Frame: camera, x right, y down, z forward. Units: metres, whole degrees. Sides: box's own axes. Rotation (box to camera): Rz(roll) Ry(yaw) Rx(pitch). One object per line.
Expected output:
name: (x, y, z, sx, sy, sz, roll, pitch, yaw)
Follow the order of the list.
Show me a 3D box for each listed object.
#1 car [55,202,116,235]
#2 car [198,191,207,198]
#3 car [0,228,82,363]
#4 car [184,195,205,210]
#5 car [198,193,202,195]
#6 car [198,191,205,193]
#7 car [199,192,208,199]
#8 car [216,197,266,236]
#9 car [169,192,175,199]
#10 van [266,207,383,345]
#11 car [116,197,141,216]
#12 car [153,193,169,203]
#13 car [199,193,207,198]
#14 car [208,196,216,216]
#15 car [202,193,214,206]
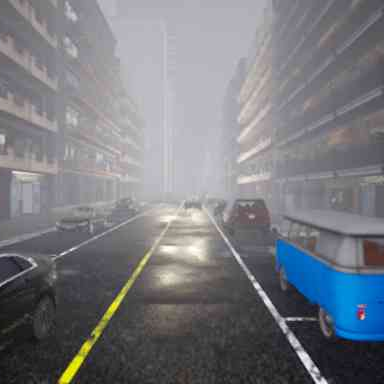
car: (-5.671, 1.409, 17.468, 2.008, 1.369, 4.403, 0, 0, 0)
car: (2.779, 0.611, 91.330, 2.192, 1.841, 5.009, 0, 0, 0)
car: (-3.088, 1.462, 3.524, 2.128, 1.511, 4.902, 0, 0, 0)
car: (0.135, 1.307, 36.768, 1.895, 1.301, 4.718, 0, 0, 0)
car: (0.149, 1.199, 50.828, 1.895, 1.301, 4.718, 0, 0, 0)
car: (2.758, 0.903, 68.601, 1.967, 1.590, 4.097, 0, 0, 0)
car: (2.768, 0.819, 79.966, 1.967, 1.590, 4.097, 0, 0, 0)
car: (2.710, 1.173, 17.460, 2.192, 1.841, 5.009, 0, 0, 0)
car: (-5.612, 0.961, 79.973, 1.802, 1.307, 4.206, 0, 0, 0)
van: (2.699, 1.291, 6.096, 1.690, 1.788, 3.998, 0, 0, 0)
car: (-5.660, 1.208, 28.831, 1.967, 1.590, 4.097, 0, 0, 0)
car: (-5.633, 1.099, 57.244, 2.008, 1.369, 4.403, 0, 0, 0)
car: (2.774, 0.861, 85.819, 1.752, 1.417, 4.829, 0, 0, 0)
car: (2.720, 1.334, 28.827, 1.947, 1.339, 4.313, 0, 0, 0)
car: (2.737, 1.186, 45.874, 2.008, 1.369, 4.403, 0, 0, 0)
